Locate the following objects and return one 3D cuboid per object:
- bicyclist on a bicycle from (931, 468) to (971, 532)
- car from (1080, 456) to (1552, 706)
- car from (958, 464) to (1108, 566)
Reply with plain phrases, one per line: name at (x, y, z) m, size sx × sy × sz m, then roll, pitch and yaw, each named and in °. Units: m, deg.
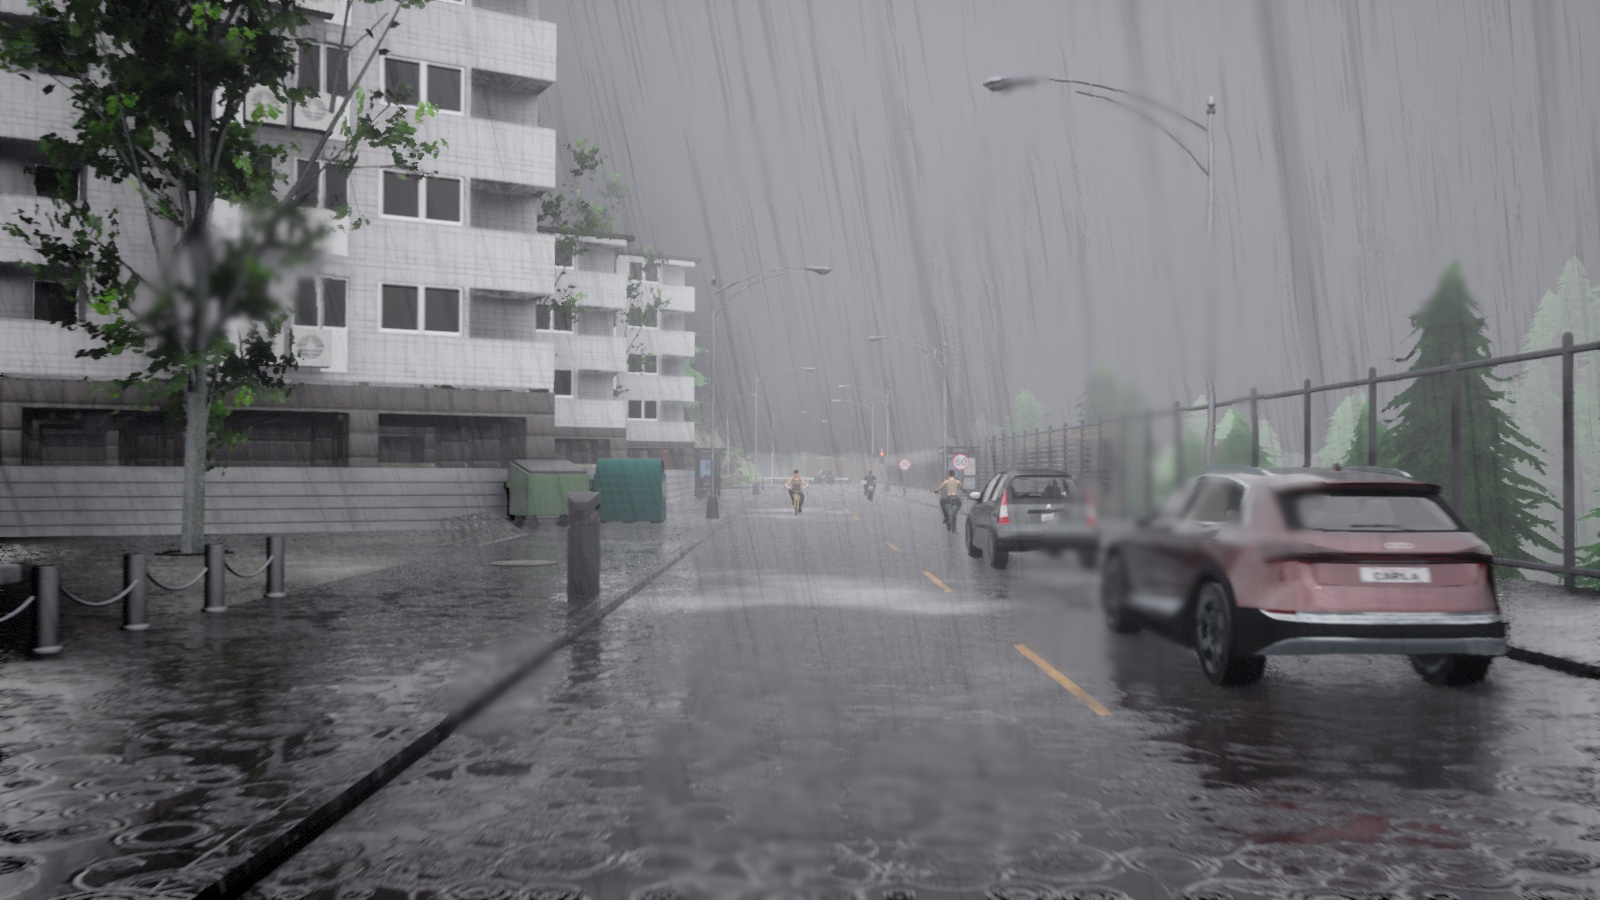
bicyclist on a bicycle at (3.910, 1.281, 32.584) m, size 0.866 × 1.612 × 1.509 m, roll 0°, pitch -1°, yaw 0°
car at (3.970, 0.909, 10.785) m, size 2.033 × 1.649 × 4.856 m, roll 0°, pitch -1°, yaw 0°
car at (3.942, 1.064, 21.907) m, size 1.851 × 1.617 × 3.988 m, roll 0°, pitch -1°, yaw 0°
